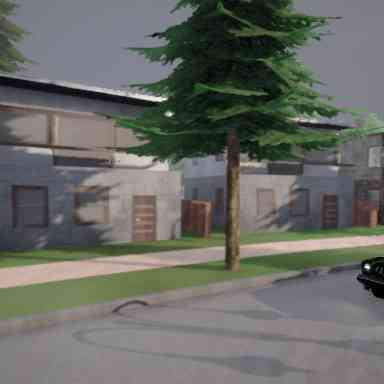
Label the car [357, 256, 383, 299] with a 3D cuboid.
[{"bbox_3d":[5.765,1.612,6.999,4.718,1.301,1.895,0,0,-26],"label":"car"}]
